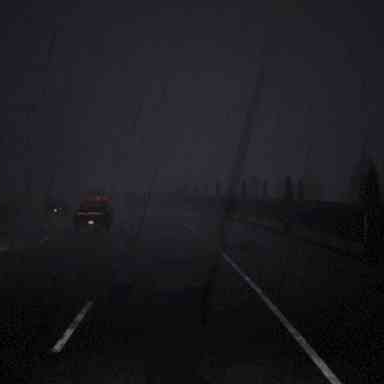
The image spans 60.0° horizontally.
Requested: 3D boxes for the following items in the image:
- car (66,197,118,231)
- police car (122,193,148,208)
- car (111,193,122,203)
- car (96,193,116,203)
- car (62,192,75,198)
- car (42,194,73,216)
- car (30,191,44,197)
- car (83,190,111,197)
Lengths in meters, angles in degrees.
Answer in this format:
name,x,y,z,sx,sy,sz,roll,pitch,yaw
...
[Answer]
name,x,y,z,sx,sy,sz,roll,pitch,yaw
car,-5.530,1.272,19.021,2.128,1.511,4.902,0,1,-11
police car,-6.466,0.978,38.628,1.930,1.638,5.238,0,1,-21
car,-10.940,0.917,48.538,1.882,1.535,5.008,0,1,-27
car,-14.124,0.879,54.309,1.837,1.490,4.892,0,1,-31
car,-26.135,0.652,69.412,1.895,1.301,4.718,-1,1,-42
car,-11.599,1.176,28.771,1.837,1.490,4.892,0,1,-17
car,-37.838,0.432,81.040,4.892,1.490,1.837,1,1,40
car,-10.914,0.786,37.437,2.150,2.045,5.566,0,0,-22
